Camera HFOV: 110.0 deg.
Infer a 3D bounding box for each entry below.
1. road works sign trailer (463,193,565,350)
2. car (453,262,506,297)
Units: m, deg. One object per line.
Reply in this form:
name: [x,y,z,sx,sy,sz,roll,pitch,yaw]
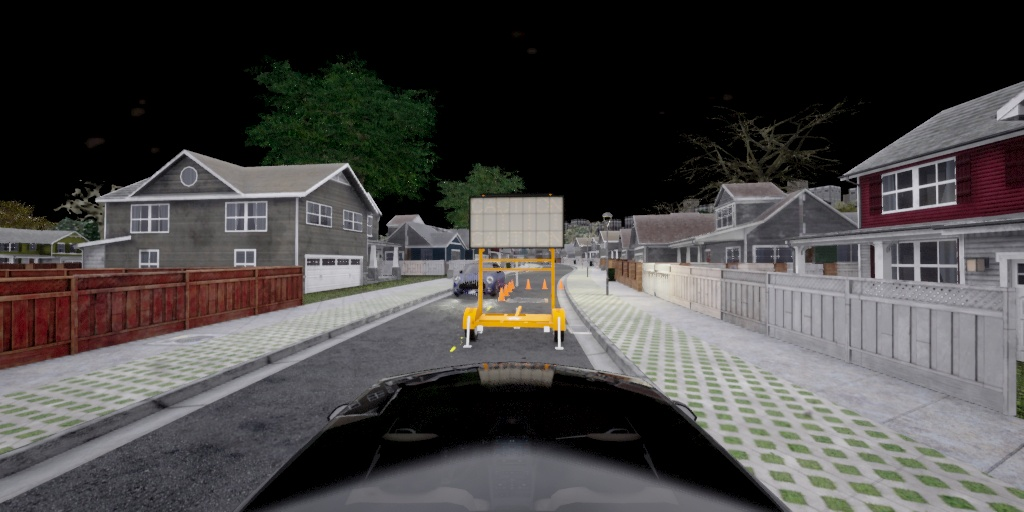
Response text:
road works sign trailer: [0.131,0.218,9.160,2.380,3.560,2.880,0,0,5]
car: [-1.618,1.121,18.950,2.097,1.767,4.553,0,0,7]
